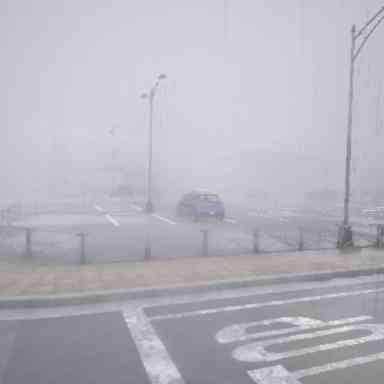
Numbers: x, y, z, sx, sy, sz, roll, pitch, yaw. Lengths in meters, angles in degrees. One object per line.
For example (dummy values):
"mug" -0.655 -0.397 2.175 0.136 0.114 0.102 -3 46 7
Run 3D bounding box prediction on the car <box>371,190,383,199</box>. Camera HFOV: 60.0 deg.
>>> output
"car" 29.182 0.201 48.387 1.932 1.855 4.605 1 2 -21

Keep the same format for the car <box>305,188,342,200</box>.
"car" 17.272 0.246 44.664 2.007 1.523 4.514 1 2 -21

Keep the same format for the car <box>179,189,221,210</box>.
"car" 0.556 0.530 26.671 1.970 1.475 3.806 1 2 -21

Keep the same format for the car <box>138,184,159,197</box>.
"car" -5.880 -0.243 44.176 2.152 1.636 5.027 1 2 -21

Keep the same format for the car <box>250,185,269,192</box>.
"car" 18.014 -0.993 88.905 4.611 1.667 2.242 1 2 -21

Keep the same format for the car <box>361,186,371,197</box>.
"car" 29.487 -0.090 56.903 1.905 1.878 3.866 1 2 -21

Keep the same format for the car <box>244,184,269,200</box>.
"car" 7.907 0.164 41.179 1.845 1.501 3.633 1 2 -21

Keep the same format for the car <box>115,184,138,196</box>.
"car" -8.796 -0.264 43.021 2.007 1.523 4.514 1 2 -21

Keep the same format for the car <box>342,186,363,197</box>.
"car" 26.154 0.136 56.311 1.970 1.475 3.806 1 2 -21

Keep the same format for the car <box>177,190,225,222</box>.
"car" 0.381 0.775 18.680 1.845 1.501 3.633 1 2 -21
